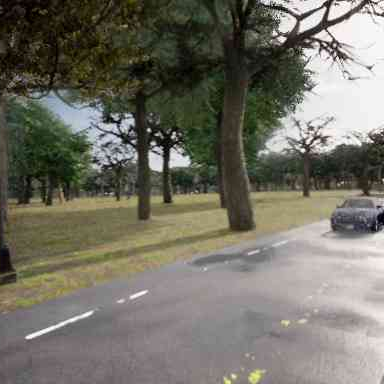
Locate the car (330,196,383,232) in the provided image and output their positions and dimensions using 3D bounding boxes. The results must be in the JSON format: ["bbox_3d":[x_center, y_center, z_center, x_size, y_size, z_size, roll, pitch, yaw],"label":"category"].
[{"bbox_3d":[8.947,1.054,17.708,2.097,1.767,4.553,-2,0,39],"label":"car"}]
